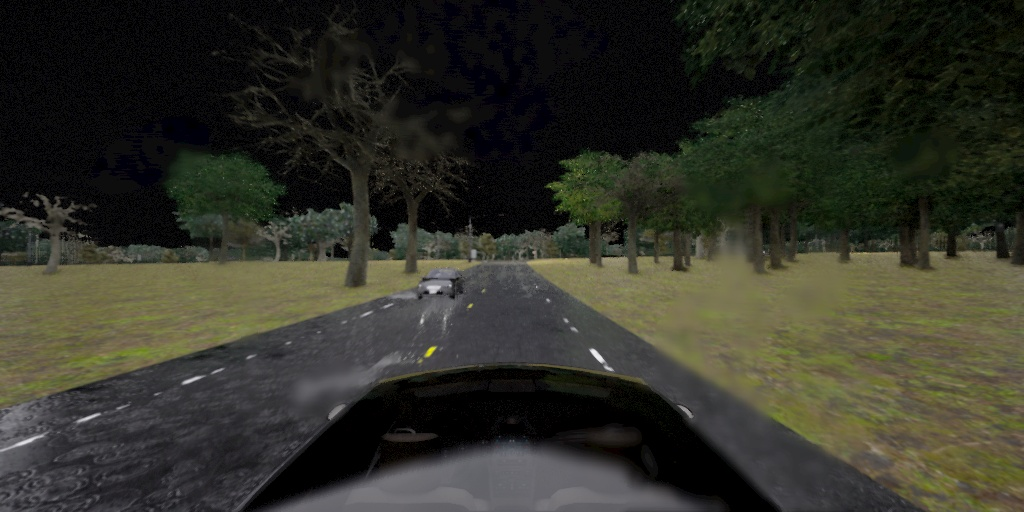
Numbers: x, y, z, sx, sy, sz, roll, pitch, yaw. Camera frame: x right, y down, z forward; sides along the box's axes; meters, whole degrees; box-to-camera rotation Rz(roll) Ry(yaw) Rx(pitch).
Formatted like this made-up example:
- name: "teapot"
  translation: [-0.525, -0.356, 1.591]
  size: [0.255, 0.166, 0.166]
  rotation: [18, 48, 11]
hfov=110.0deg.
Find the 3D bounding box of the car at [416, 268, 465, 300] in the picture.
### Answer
- name: "car"
  translation: [-3.607, 1.381, 18.851]
  size: [2.128, 1.511, 4.902]
  rotation: [0, 0, 0]
